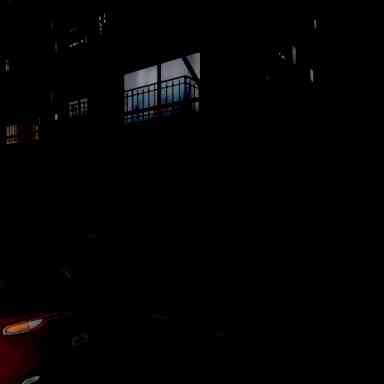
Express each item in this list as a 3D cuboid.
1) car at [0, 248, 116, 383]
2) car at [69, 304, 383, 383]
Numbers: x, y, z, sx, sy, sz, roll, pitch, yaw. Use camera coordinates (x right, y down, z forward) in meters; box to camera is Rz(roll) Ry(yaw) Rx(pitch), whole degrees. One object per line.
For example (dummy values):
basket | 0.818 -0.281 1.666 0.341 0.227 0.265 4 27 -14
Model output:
car | -3.087 1.545 5.093 4.507 1.381 1.887 0 0 36
car | 1.494 1.566 1.809 4.313 1.339 1.947 0 0 36
